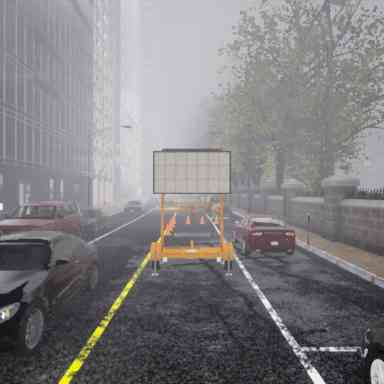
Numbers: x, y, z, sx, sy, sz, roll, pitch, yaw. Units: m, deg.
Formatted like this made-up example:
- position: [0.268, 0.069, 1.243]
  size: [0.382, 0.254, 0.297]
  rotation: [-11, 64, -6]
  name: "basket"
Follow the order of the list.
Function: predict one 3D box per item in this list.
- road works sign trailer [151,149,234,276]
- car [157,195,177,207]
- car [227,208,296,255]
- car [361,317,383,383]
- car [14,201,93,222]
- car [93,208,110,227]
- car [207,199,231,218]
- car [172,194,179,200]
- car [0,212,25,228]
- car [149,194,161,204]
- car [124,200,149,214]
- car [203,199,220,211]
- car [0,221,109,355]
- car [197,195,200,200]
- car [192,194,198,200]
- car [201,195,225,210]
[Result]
- position: [0.002, 0.461, 10.350]
  size: [2.380, 3.560, 2.880]
  rotation: [0, 0, 0]
  name: "road works sign trailer"
- position: [-3.647, 1.506, 48.942]
  size: [1.895, 1.301, 4.718]
  rotation: [0, 0, -1]
  name: "car"
- position: [2.695, 1.540, 13.069]
  size: [1.887, 1.381, 4.507]
  rotation: [0, 0, 0]
  name: "car"
- position: [2.693, 1.551, 1.947]
  size: [2.008, 1.369, 4.403]
  rotation: [0, 0, 0]
  name: "car"
- position: [-5.830, 1.310, 13.015]
  size: [2.192, 1.841, 5.009]
  rotation: [0, 0, 0]
  name: "car"
- position: [-5.829, 1.553, 18.577]
  size: [1.947, 1.339, 4.313]
  rotation: [0, 0, 0]
  name: "car"
- position: [2.625, 1.548, 29.727]
  size: [1.802, 1.307, 4.206]
  rotation: [0, 0, -1]
  name: "car"
- position: [-4.557, 1.247, 87.421]
  size: [1.882, 1.535, 5.008]
  rotation: [0, 0, -2]
  name: "car"
- position: [-5.832, 1.439, 7.457]
  size: [1.967, 1.590, 4.097]
  rotation: [0, 0, 0]
  name: "car"
- position: [-6.606, 1.457, 57.563]
  size: [1.802, 1.307, 4.206]
  rotation: [0, 0, -2]
  name: "car"
- position: [-6.023, 1.515, 35.323]
  size: [1.947, 1.339, 4.313]
  rotation: [0, 0, -1]
  name: "car"
- position: [2.361, 1.515, 40.851]
  size: [1.802, 1.307, 4.206]
  rotation: [0, 0, -2]
  name: "car"
- position: [-3.100, 1.525, 6.203]
  size: [1.812, 1.442, 4.674]
  rotation: [0, 0, 0]
  name: "car"
- position: [2.215, 1.465, 46.408]
  size: [2.008, 1.369, 4.403]
  rotation: [0, 0, -2]
  name: "car"
- position: [1.195, 1.330, 85.313]
  size: [2.008, 1.369, 4.403]
  rotation: [0, 0, -1]
  name: "car"
- position: [2.508, 1.266, 35.292]
  size: [2.192, 1.841, 5.009]
  rotation: [0, 0, -2]
  name: "car"
